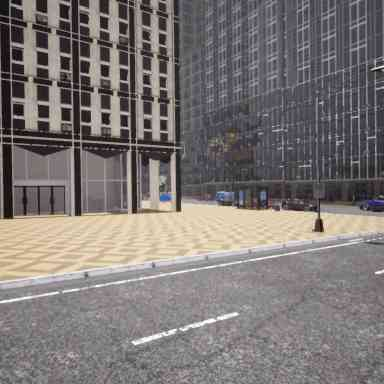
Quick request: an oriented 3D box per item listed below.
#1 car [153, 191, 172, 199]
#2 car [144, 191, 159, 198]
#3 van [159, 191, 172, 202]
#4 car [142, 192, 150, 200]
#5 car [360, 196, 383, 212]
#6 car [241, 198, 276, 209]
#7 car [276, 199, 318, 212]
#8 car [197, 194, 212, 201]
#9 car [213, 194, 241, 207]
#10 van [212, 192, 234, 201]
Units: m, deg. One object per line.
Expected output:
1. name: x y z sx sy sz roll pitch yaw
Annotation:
1. car: -6.959 0.615 78.097 2.192 1.841 5.009 0 1 -34
2. car: -10.160 0.686 82.794 1.967 1.590 4.097 0 1 -34
3. van: -4.278 0.937 59.290 1.690 1.788 3.998 0 1 -34
4. car: -10.682 1.039 68.684 2.008 1.369 4.403 0 1 -34
5. car: 19.790 1.167 34.249 2.097 1.767 4.553 -1 1 -34
6. car: 8.434 1.388 40.447 1.802 1.307 4.206 0 1 -34
7. car: 11.621 1.424 35.739 1.947 1.339 4.313 0 1 -34
8. car: 2.646 1.043 64.011 1.802 1.307 4.206 0 1 -34
9. car: 5.281 1.319 45.175 1.947 1.339 4.313 0 1 -34
10. van: 5.847 0.855 59.312 1.690 1.788 3.998 0 1 -34
